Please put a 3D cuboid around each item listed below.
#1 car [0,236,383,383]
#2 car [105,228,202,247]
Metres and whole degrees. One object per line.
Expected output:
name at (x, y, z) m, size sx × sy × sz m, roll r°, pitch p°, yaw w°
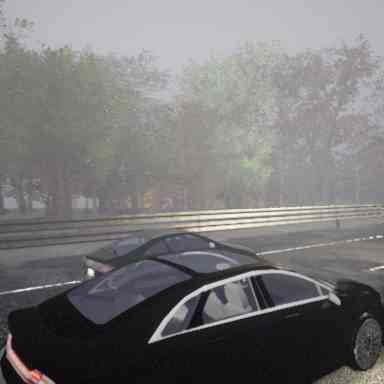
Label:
car at (0.460, 1.481, 3.996) m, size 4.902 × 1.511 × 2.128 m, roll 0°, pitch 0°, yaw -35°
car at (-0.347, 1.544, 7.699) m, size 4.181 × 1.385 × 1.994 m, roll 0°, pitch 0°, yaw -35°
